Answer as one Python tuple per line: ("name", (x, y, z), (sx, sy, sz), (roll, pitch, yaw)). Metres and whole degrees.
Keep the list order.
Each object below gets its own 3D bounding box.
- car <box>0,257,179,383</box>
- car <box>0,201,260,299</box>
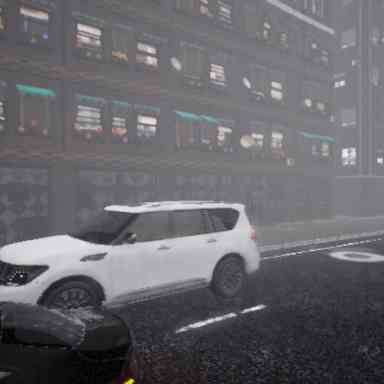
("car", (-2.490, 1.524, 1.902), (4.674, 1.442, 1.812), (0, 0, -36))
("car", (-1.024, 1.231, 6.959), (5.566, 2.045, 2.150), (0, 0, -36))
